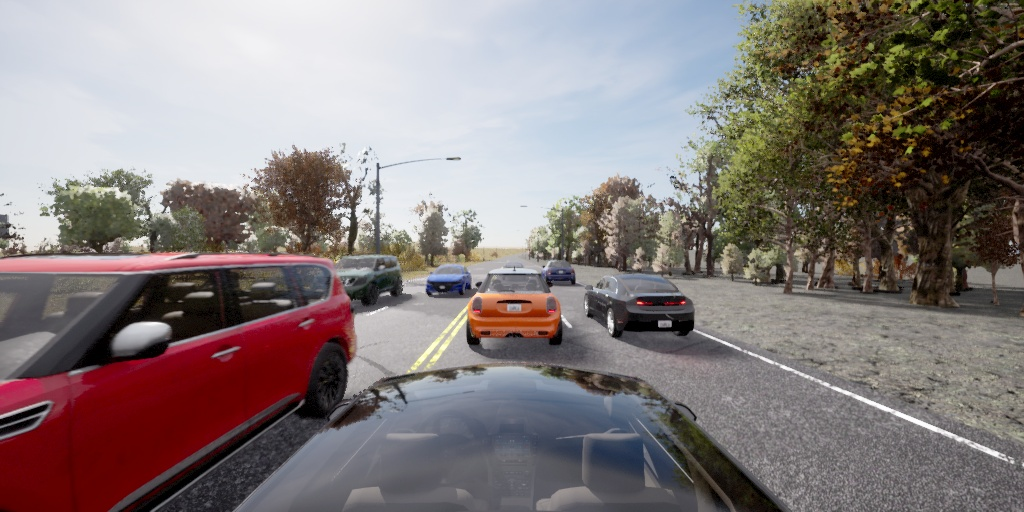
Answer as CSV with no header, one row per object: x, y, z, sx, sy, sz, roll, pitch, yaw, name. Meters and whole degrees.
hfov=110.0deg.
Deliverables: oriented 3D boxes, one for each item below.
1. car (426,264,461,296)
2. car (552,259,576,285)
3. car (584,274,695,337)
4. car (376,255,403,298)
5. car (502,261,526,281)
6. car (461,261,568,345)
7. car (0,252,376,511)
-3.336,1.225,19.633,1.882,1.535,5.008,0,0,0,car
3.329,1.091,26.442,2.097,1.767,4.553,-1,0,0,car
3.319,1.245,10.211,1.837,1.490,4.892,-1,0,0,car
-6.589,0.969,16.004,2.150,2.045,5.566,0,0,0,car
0.127,1.223,30.992,1.882,1.535,5.008,0,0,-1,car
0.066,1.101,9.639,2.097,1.767,4.553,0,0,0,car
-3.324,0.974,2.983,2.150,2.045,5.566,0,0,0,car
